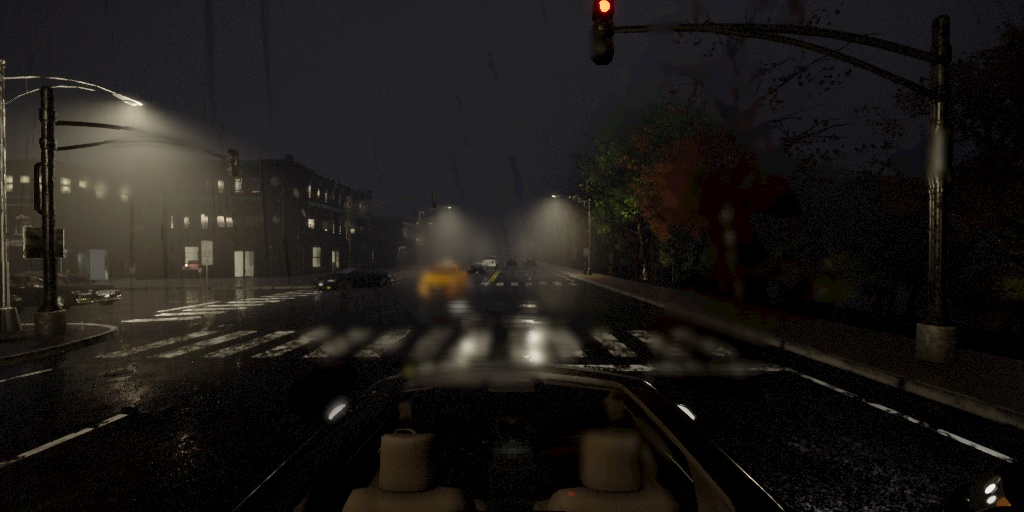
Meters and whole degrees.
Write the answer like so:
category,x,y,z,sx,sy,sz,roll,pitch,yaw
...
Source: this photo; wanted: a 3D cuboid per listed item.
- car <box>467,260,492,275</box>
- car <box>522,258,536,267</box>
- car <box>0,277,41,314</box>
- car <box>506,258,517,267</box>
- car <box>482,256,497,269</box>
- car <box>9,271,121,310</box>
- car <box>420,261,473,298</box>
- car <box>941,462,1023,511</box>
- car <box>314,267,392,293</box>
category,x,y,z,sx,sy,sz,roll,pitch,yaw
car,-3.427,1.338,37.899,1.895,1.301,4.718,0,0,0
car,3.221,1.204,63.193,1.882,1.535,5.008,0,0,0
car,-19.970,1.565,12.502,4.313,1.339,1.948,0,0,0
car,-0.031,1.204,63.774,1.882,1.535,5.008,0,0,0
car,-3.453,0.953,55.866,2.150,2.045,5.566,0,0,0
car,-19.619,1.472,15.208,4.892,1.490,1.837,-1,1,0
car,-3.387,1.223,18.799,1.882,1.535,5.008,0,0,0
car,3.355,1.314,0.186,1.994,1.385,4.181,0,0,0
car,-9.102,1.321,20.800,1.994,1.385,4.181,-1,0,33
